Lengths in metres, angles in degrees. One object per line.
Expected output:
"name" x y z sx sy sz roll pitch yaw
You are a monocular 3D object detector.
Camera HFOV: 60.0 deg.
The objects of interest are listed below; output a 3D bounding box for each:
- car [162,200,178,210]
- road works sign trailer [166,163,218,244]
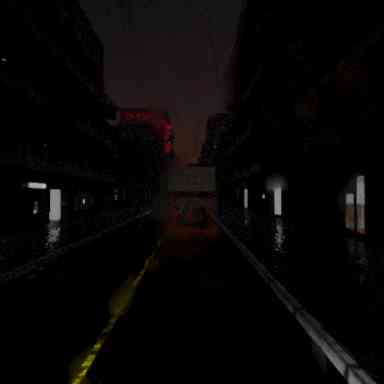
"car" -2.848 1.645 43.065 1.895 1.301 4.718 0 0 0
"road works sign trailer" -0.002 0.450 15.805 2.380 3.560 2.880 0 0 0
